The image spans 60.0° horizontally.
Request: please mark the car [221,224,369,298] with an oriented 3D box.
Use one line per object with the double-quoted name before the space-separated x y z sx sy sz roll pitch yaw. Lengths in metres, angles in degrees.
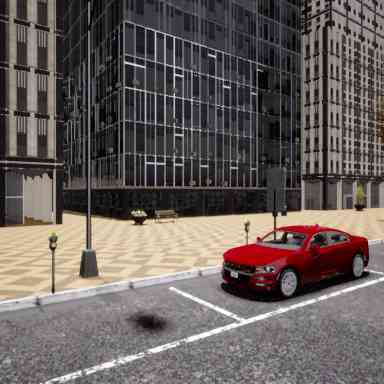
"car" 2.749 1.545 8.502 4.507 1.381 1.887 0 0 -35
